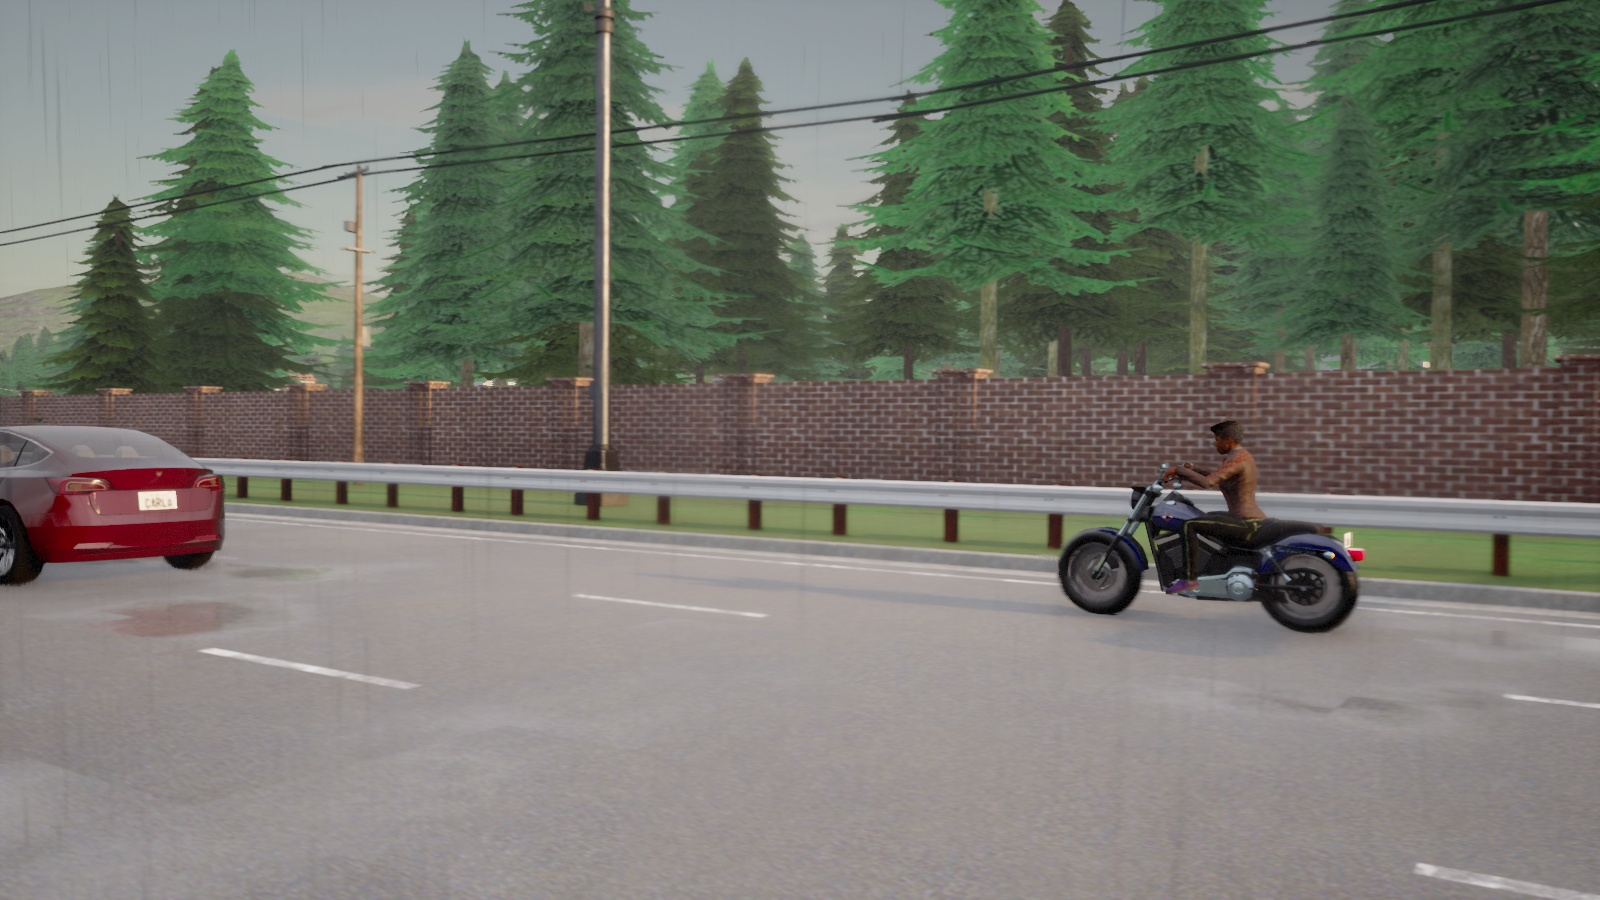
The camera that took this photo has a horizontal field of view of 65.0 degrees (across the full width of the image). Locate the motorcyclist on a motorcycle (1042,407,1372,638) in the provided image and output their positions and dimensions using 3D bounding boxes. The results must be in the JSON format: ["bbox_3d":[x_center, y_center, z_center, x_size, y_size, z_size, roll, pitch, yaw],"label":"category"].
[{"bbox_3d":[3.171,0.518,9.919,2.350,1.649,0.766,0,1,34],"label":"motorcyclist on a motorcycle"}]

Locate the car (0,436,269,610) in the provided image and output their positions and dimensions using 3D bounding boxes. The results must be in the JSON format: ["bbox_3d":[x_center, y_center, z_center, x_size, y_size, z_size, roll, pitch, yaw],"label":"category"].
[{"bbox_3d":[-7.971,0.624,13.122,4.792,1.488,2.163,0,1,34],"label":"car"}]
